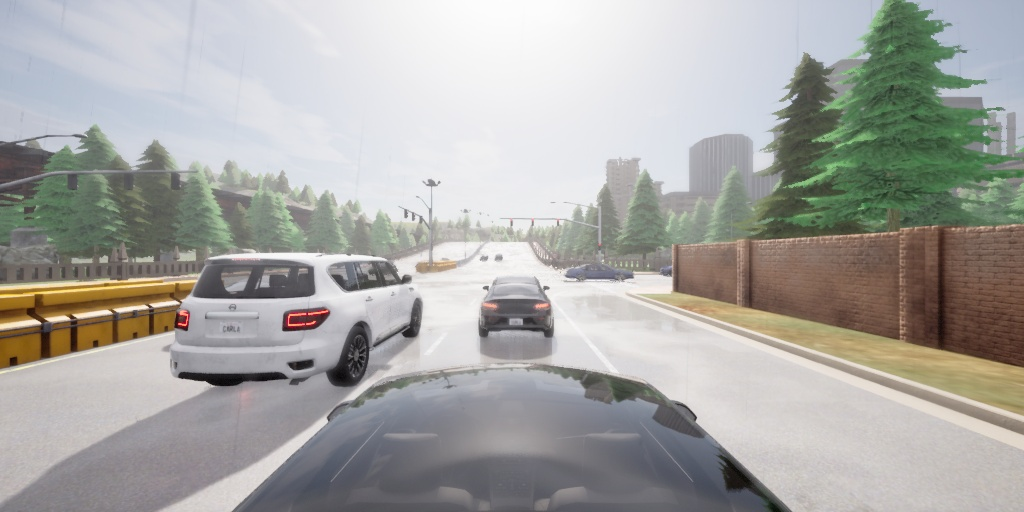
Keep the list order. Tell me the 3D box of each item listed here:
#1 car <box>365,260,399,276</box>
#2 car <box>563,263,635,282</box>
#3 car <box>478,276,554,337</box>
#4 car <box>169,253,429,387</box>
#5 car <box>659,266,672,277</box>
[{"bbox_3d":[-13.918,1.255,38.733,1.837,1.490,4.892,0,0,0],"label":"car"},{"bbox_3d":[6.757,1.297,28.281,5.357,1.411,2.033,0,0,2],"label":"car"},{"bbox_3d":[0.116,1.276,10.146,1.812,1.442,4.674,0,0,1],"label":"car"},{"bbox_3d":[-3.416,0.971,7.091,2.150,2.045,5.566,0,0,1],"label":"car"},{"bbox_3d":[17.054,1.276,35.442,4.674,1.442,1.812,0,0,0],"label":"car"}]
